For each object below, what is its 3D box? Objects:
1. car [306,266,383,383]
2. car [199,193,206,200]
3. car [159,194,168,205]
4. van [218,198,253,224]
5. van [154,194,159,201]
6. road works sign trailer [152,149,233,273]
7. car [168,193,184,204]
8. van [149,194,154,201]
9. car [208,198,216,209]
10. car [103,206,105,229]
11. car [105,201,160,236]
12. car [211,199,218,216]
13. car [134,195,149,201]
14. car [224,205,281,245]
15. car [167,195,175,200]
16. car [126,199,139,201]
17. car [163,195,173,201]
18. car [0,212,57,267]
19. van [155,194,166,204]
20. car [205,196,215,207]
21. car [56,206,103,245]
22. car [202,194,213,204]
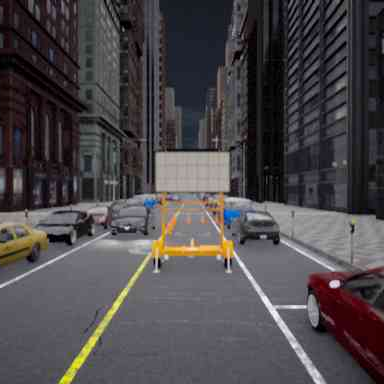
[{"bbox_3d":[2.768,1.533,3.898,1.887,1.381,4.507,0,0,0],"label":"car"},{"bbox_3d":[2.882,1.189,60.260,2.192,1.841,5.009,0,0,0],"label":"car"},{"bbox_3d":[-5.654,1.197,54.626,2.192,1.841,5.009,0,0,0],"label":"car"},{"bbox_3d":[2.802,1.287,20.806,1.690,1.788,3.998,0,0,0],"label":"van"},{"bbox_3d":[-5.677,1.243,43.353,1.690,1.788,3.998,0,0,0],"label":"van"},{"bbox_3d":[0.021,0.435,10.558,2.380,3.560,2.880,0,0,0],"label":"road works sign trailer"},{"bbox_3d":[-2.956,1.354,58.366,1.882,1.535,5.008,0,0,0],"label":"car"},{"bbox_3d":[-5.688,1.253,37.717,1.690,1.788,3.998,0,0,0],"label":"van"},{"bbox_3d":[2.826,1.504,32.080,1.802,1.307,4.206,0,0,0],"label":"car"},{"bbox_3d":[-5.722,1.528,20.808,1.802,1.307,4.206,0,0,0],"label":"car"},{"bbox_3d":[-3.064,1.457,18.109,1.837,1.490,4.892,0,0,0],"label":"car"},{"bbox_3d":[2.814,1.485,26.443,2.008,1.369,4.403,0,0,0],"label":"car"},{"bbox_3d":[-5.700,1.363,32.081,1.967,1.590,4.097,0,0,0],"label":"car"},{"bbox_3d":[2.791,1.510,15.170,2.008,1.369,4.403,0,0,0],"label":"car"},{"bbox_3d":[-5.585,1.407,88.446,1.947,1.339,4.313,0,0,0],"label":"car"},{"bbox_3d":[-5.711,1.500,26.444,1.947,1.339,4.313,0,0,0],"label":"car"},{"bbox_3d":[-5.608,1.397,77.173,1.887,1.381,4.507,0,0,0],"label":"car"},{"bbox_3d":[-5.745,1.500,9.364,1.752,1.417,4.829,0,0,0],"label":"car"},{"bbox_3d":[-5.642,1.215,60.262,1.690,1.788,3.998,0,0,0],"label":"van"},{"bbox_3d":[2.837,1.462,37.716,2.008,1.369,4.403,0,0,0],"label":"car"},{"bbox_3d":[-5.734,1.526,15.171,1.947,1.339,4.313,0,0,0],"label":"car"},{"bbox_3d":[2.860,1.436,48.988,1.887,1.381,4.507,0,0,0],"label":"car"}]
